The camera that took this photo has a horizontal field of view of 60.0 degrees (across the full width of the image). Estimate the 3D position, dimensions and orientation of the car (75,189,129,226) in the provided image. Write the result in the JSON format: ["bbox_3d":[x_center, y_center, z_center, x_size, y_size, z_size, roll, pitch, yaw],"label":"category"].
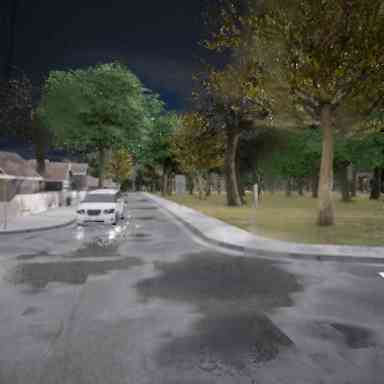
[{"bbox_3d":[-5.424,0.921,20.378,2.150,2.045,5.566,0,3,-4],"label":"car"}]

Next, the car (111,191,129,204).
[{"bbox_3d":[-9.358,0.709,43.679,2.128,1.511,4.902,0,1,-10],"label":"car"}]
